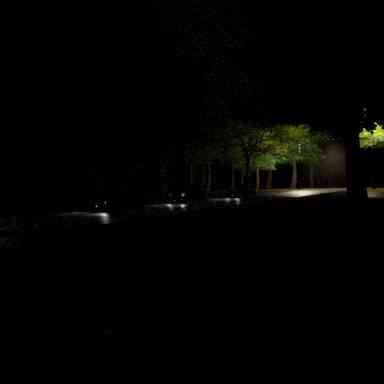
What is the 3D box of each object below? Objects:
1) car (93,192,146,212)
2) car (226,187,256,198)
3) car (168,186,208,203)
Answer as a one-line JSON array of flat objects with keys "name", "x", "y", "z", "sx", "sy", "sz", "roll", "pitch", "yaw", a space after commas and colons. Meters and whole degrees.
[{"name": "car", "x": -5.801, "y": 0.718, "z": 27.119, "sx": 1.812, "sy": 1.442, "sz": 4.674, "roll": -1, "pitch": 2, "yaw": 39}, {"name": "car", "x": 6.321, "y": 0.022, "z": 42.828, "sx": 1.895, "sy": 1.301, "sz": 4.718, "roll": -1, "pitch": 2, "yaw": 38}, {"name": "car", "x": -0.377, "y": 0.195, "z": 34.160, "sx": 2.097, "sy": 1.767, "sz": 4.553, "roll": -1, "pitch": 2, "yaw": 38}]
